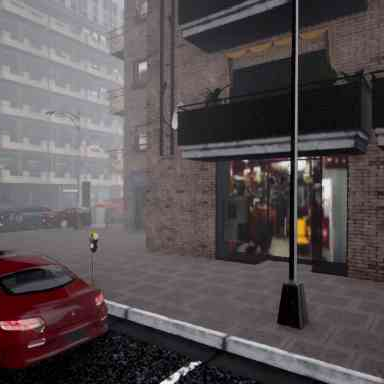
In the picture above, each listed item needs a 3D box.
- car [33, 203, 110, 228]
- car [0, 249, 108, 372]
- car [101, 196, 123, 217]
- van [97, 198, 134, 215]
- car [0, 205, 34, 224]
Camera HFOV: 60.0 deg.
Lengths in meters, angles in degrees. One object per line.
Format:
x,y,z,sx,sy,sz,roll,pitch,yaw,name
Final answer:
-8.461,1.756,23.702,1.887,1.381,4.507,0,-1,36,car
-3.085,1.582,5.205,4.206,1.307,1.802,0,0,36,car
-7.761,1.485,34.612,2.150,2.045,5.566,1,0,36,car
-8.636,1.606,37.821,1.690,1.788,3.998,0,-1,36,van
-13.244,1.727,26.979,1.994,1.385,4.181,1,0,36,car
